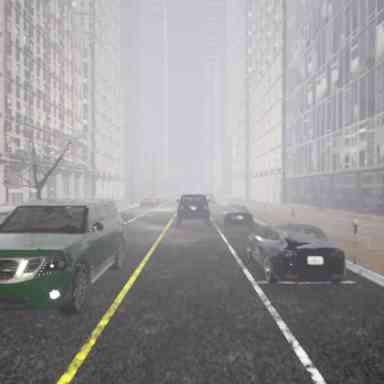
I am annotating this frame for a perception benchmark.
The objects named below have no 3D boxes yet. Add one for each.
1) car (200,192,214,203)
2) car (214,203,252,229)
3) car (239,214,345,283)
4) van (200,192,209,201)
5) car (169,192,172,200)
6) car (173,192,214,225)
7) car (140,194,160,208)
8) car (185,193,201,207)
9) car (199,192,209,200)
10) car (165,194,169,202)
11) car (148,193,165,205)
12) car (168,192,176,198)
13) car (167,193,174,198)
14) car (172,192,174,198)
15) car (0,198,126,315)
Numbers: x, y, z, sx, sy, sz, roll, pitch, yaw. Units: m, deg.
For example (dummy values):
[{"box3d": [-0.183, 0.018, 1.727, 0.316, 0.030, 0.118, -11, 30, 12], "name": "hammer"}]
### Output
[{"box3d": [2.677, 0.947, 60.599, 2.192, 1.841, 5.009, 0, 0, 0], "name": "car"}, {"box3d": [2.683, 1.449, 20.713, 1.947, 1.339, 4.313, 0, 0, 0], "name": "car"}, {"box3d": [2.685, 1.515, 9.317, 1.947, 1.339, 4.313, 0, 0, 0], "name": "car"}, {"box3d": [2.676, 0.893, 71.996, 1.690, 1.788, 3.998, 0, 0, 0], "name": "van"}, {"box3d": [-5.704, 1.033, 66.300, 1.967, 1.590, 4.097, 0, 0, 0], "name": "car"}, {"box3d": [0.095, 1.092, 23.132, 2.150, 2.045, 5.566, 0, 1, 0], "name": "car"}, {"box3d": [-5.701, 1.291, 43.508, 1.887, 1.381, 4.507, 0, 0, 0], "name": "car"}, {"box3d": [0.093, 1.085, 45.606, 2.097, 1.767, 4.553, 0, 0, 0], "name": "car"}, {"box3d": [2.675, 0.826, 77.694, 2.192, 1.841, 5.009, 0, 0, 0], "name": "car"}, {"box3d": [-5.703, 1.072, 60.601, 1.967, 1.590, 4.097, 0, 0, 0], "name": "car"}, {"box3d": [-5.702, 1.024, 49.205, 2.192, 1.841, 5.009, 0, 0, 0], "name": "car"}, {"box3d": [-5.708, 0.821, 94.793, 1.967, 1.590, 4.097, 0, 0, 0], "name": "car"}, {"box3d": [-5.707, 0.952, 88.923, 1.752, 1.417, 4.829, 0, 0, 0], "name": "car"}, {"box3d": [-5.705, 1.062, 77.698, 2.008, 1.369, 4.403, 0, 0, 0], "name": "car"}, {"box3d": [-3.059, 1.180, 7.801, 2.150, 2.045, 5.566, 0, 0, 0], "name": "car"}]
